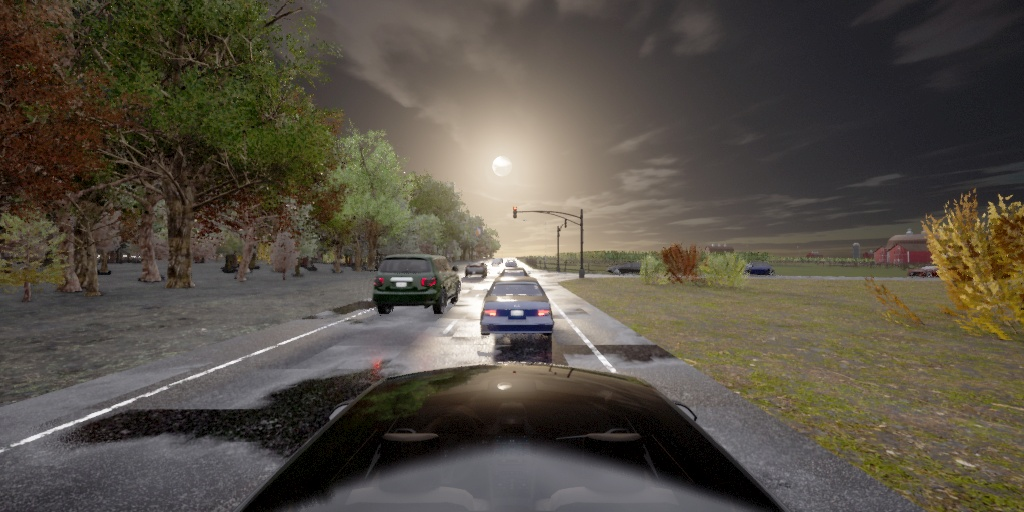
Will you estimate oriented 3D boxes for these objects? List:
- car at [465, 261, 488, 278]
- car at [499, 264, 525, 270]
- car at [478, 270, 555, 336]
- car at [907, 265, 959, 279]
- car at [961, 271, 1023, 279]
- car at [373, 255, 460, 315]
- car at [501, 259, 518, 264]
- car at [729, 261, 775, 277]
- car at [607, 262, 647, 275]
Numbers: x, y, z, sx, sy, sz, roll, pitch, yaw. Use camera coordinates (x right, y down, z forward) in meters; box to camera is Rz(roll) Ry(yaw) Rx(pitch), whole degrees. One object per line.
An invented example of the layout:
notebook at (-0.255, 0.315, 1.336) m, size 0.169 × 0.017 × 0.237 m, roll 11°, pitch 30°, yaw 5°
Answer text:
car at (-3.386, 1.249, 34.547) m, size 2.128 × 1.511 × 4.902 m, roll 0°, pitch 0°, yaw 0°
car at (0.114, 1.318, 19.638) m, size 1.994 × 1.385 × 4.181 m, roll 0°, pitch 0°, yaw 0°
car at (0.105, 1.300, 10.396) m, size 2.033 × 1.411 × 5.357 m, roll 0°, pitch 0°, yaw 0°
car at (48.901, 1.819, 41.556) m, size 5.008 × 1.535 × 1.882 m, roll 1°, pitch -1°, yaw 1°
car at (51.436, 1.910, 37.965) m, size 4.718 × 1.301 × 1.895 m, roll 1°, pitch -1°, yaw 1°
car at (-3.396, 0.974, 13.685) m, size 2.150 × 2.045 × 5.566 m, roll 0°, pitch 0°, yaw 0°
car at (-0.084, 1.303, 56.988) m, size 2.033 × 1.411 × 5.357 m, roll 0°, pitch 0°, yaw 3°
car at (27.729, 1.462, 41.718) m, size 4.553 × 1.767 × 2.097 m, roll 1°, pitch -1°, yaw 0°
car at (13.590, 1.463, 41.980) m, size 4.892 × 1.490 × 1.837 m, roll 1°, pitch -1°, yaw 3°
